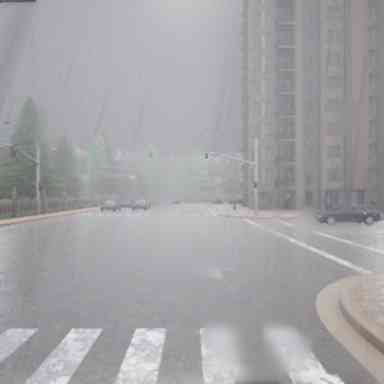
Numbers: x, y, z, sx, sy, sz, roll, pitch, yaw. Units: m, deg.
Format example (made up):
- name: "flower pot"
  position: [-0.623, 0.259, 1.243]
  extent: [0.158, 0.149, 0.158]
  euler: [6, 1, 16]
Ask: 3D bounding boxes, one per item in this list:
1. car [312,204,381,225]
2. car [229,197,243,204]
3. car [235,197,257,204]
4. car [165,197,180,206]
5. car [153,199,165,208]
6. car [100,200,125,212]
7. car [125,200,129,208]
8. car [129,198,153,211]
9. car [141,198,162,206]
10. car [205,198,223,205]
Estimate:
- name: "car"
  position: [11.834, 1.734, 25.630]
  extent: [4.892, 1.490, 1.837]
  euler: [0, 0, 0]
- name: "car"
  position: [10.261, 2.056, 74.171]
  extent: [4.181, 1.385, 1.994]
  euler: [0, 0, -38]
- name: "car"
  position: [12.974, 2.042, 79.962]
  extent: [4.892, 1.490, 1.837]
  euler: [0, 0, -24]
- name: "car"
  position: [-4.069, 1.806, 66.757]
  extent: [2.097, 1.767, 4.553]
  euler: [0, 0, 23]
- name: "car"
  position: [-6.686, 1.935, 56.929]
  extent: [2.033, 1.411, 5.357]
  euler: [0, 0, 7]
- name: "car"
  position: [-10.622, 1.824, 43.812]
  extent: [1.812, 1.442, 4.674]
  euler: [0, 0, 1]
- name: "car"
  position: [-10.374, 1.922, 52.553]
  extent: [1.994, 1.385, 4.181]
  euler: [0, 0, 2]
- name: "car"
  position: [-7.091, 1.843, 46.648]
  extent: [1.812, 1.442, 4.674]
  euler: [0, 0, 1]
- name: "car"
  position: [-8.029, 1.998, 66.286]
  extent: [2.033, 1.411, 5.357]
  euler: [0, 0, 20]
- name: "car"
  position: [4.903, 2.027, 74.075]
  extent: [4.674, 1.442, 1.812]
  euler: [0, -1, -42]
